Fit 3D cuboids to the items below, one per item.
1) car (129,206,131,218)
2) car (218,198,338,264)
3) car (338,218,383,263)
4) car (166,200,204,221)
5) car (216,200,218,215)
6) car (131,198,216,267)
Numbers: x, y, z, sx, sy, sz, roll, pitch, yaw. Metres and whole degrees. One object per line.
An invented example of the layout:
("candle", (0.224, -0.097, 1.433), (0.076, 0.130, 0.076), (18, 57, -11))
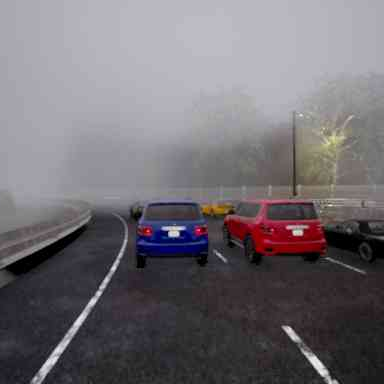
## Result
("car", (-4.136, 1.533, 27.864), (2.128, 1.511, 4.902), (0, 0, -16))
("car", (2.670, 1.227, 12.053), (2.150, 2.045, 5.566), (0, 0, -7))
("car", (6.198, 1.592, 11.945), (1.895, 1.301, 4.718), (0, 0, -7))
("car", (-0.703, 1.522, 28.549), (2.128, 1.511, 4.902), (0, 0, -16))
("car", (2.310, 1.500, 30.719), (1.882, 1.535, 5.008), (0, 0, -16))
("car", (-0.807, 1.236, 11.727), (2.150, 2.045, 5.566), (0, 0, -7))
